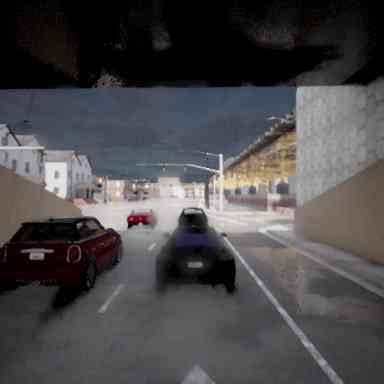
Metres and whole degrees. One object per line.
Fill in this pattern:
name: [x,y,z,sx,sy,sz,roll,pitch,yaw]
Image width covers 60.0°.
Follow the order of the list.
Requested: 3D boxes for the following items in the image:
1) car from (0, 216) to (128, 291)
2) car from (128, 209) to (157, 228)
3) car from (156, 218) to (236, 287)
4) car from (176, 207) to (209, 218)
car: [-3.410,1.462,9.456,2.097,1.767,4.553,0,-1,0]
car: [-3.605,1.883,24.648,1.895,1.301,4.718,0,-1,-3]
car: [0.087,1.675,9.662,1.994,1.385,4.181,0,-1,0]
car: [0.051,1.755,21.856,1.837,1.490,4.892,0,-1,-1]
